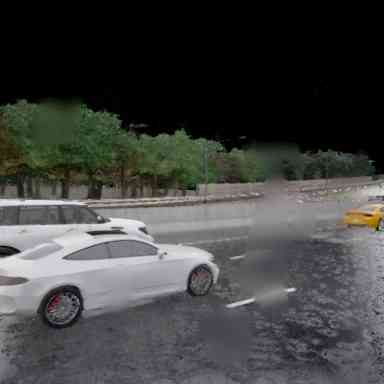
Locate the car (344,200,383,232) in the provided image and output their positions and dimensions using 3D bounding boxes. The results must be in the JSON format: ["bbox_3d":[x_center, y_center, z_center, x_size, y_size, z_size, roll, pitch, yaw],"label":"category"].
[{"bbox_3d":[11.395,1.492,20.509,5.008,1.535,1.882,0,0,-36],"label":"car"}]

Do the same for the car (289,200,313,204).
[{"bbox_3d":[12.749,1.583,38.968,4.181,1.385,1.994,0,0,-36],"label":"car"}]

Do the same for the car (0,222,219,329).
[{"bbox_3d":[-1.582,1.526,6.919,4.674,1.442,1.812,0,0,-36],"label":"car"}]

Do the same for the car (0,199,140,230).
[{"bbox_3d":[-3.873,1.220,9.586,5.566,2.045,2.150,0,0,-36],"label":"car"}]

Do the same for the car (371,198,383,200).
[{"bbox_3d":[28.085,1.542,50.006,4.181,1.385,1.994,0,0,-35],"label":"car"}]
